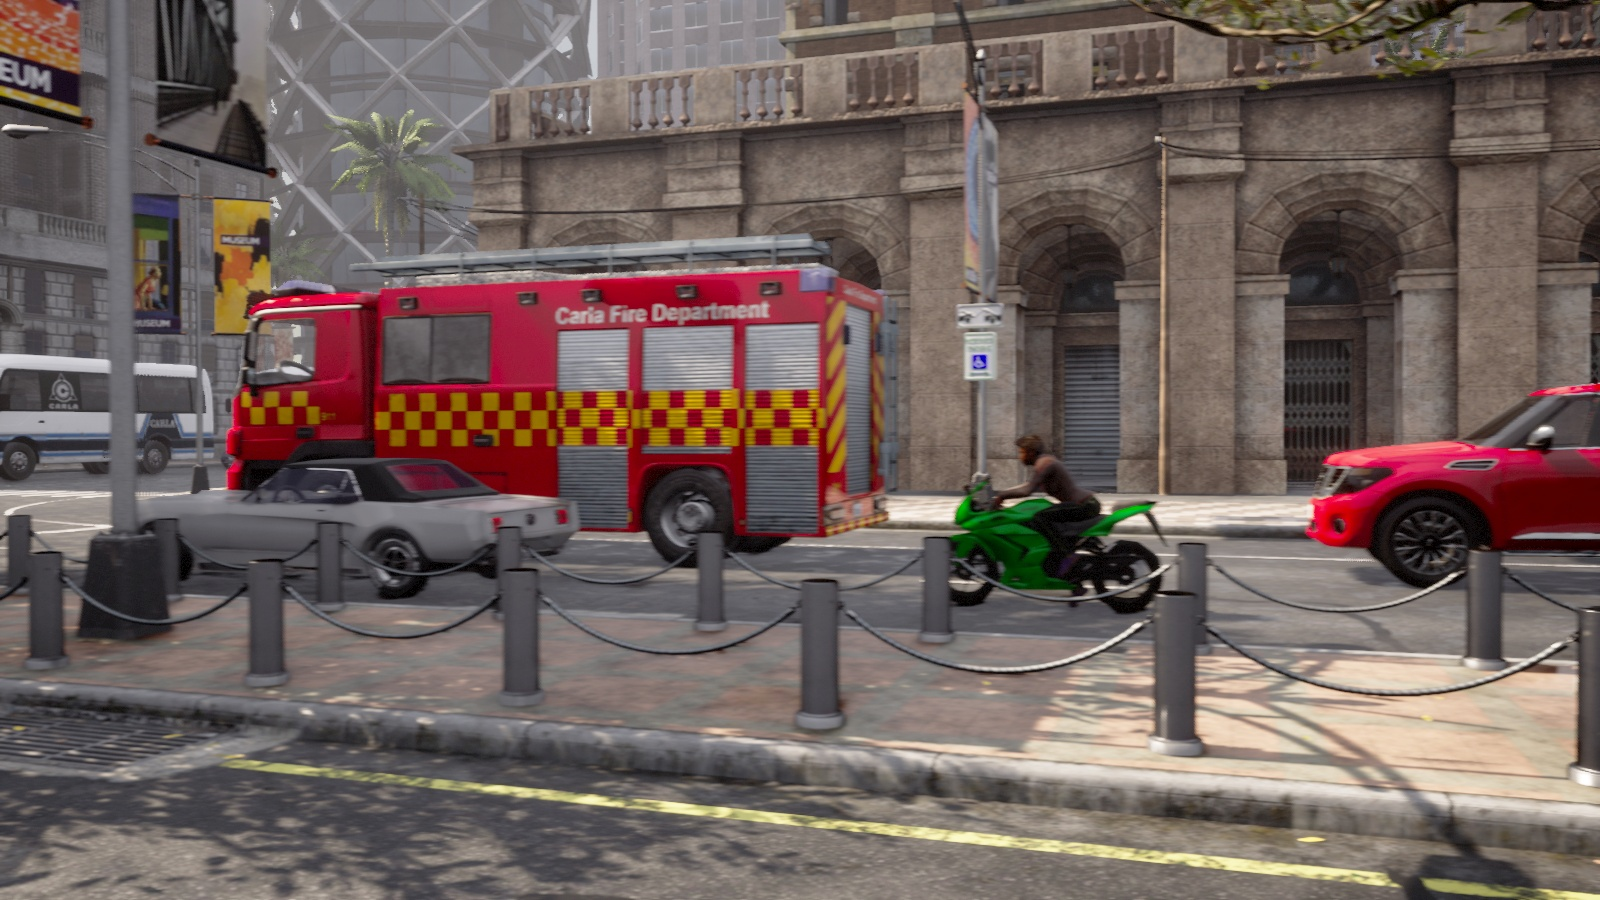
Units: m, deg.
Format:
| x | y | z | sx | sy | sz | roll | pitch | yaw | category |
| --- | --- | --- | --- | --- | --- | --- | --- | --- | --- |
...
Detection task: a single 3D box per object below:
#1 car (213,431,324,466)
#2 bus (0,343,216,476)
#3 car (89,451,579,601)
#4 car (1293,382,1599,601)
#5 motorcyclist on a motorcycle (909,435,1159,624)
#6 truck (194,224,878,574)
| x | y | z | sx | sy | sz | roll | pitch | yaw | category |
| --- | --- | --- | --- | --- | --- | --- | --- | --- | --- |
| -22.985 | -0.107 | 54.513 | 1.812 | 1.442 | 4.674 | 1 | 1 | 18 | car |
| -26.244 | -1.364 | 44.692 | 3.944 | 4.253 | 10.273 | 1 | 1 | 18 | bus |
| -4.876 | 0.697 | 13.199 | 4.718 | 1.301 | 1.895 | 1 | 1 | 20 | car |
| 8.013 | 0.375 | 12.626 | 5.566 | 2.045 | 2.150 | 1 | 1 | 19 | car |
| 2.045 | 0.641 | 10.944 | 2.044 | 1.523 | 0.797 | 1 | 1 | 19 | motorcyclist on a motorcycle |
| -3.459 | -0.615 | 16.471 | 8.468 | 3.827 | 2.891 | 1 | 1 | 19 | truck |
